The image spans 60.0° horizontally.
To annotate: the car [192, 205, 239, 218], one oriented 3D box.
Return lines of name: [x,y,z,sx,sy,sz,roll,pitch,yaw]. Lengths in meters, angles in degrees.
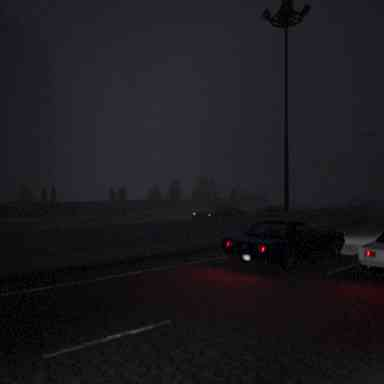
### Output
car: [2.168,1.638,24.638,1.895,1.301,4.718,0,0,44]

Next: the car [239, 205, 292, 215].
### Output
car: [5.457,1.608,22.971,1.994,1.385,4.181,0,0,43]

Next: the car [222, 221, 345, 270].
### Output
car: [3.259,1.614,11.138,4.718,1.301,1.895,0,0,-41]

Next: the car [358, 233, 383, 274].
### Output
car: [6.627,1.605,9.457,4.718,1.301,1.895,0,0,-41]
